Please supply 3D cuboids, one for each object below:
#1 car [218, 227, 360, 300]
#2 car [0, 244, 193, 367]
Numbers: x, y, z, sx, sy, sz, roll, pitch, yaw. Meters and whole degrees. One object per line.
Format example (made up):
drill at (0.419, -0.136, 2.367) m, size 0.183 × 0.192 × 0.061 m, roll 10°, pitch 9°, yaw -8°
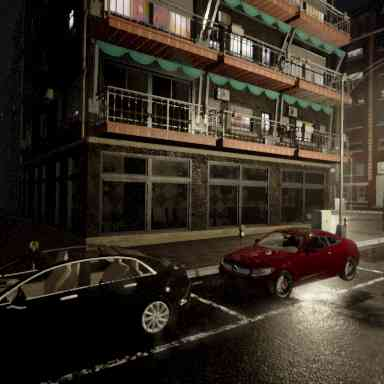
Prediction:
car at (2.584, 1.585, 8.354) m, size 4.206 × 1.307 × 1.802 m, roll 0°, pitch 1°, yaw -36°
car at (-2.041, 1.551, 5.047) m, size 4.403 × 1.369 × 2.008 m, roll 0°, pitch 1°, yaw -36°
